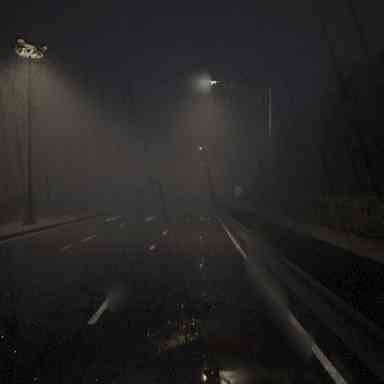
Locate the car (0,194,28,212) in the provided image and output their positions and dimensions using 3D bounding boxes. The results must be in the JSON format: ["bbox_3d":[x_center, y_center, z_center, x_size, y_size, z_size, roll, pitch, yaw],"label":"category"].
[{"bbox_3d":[-21.242,1.276,39.600,2.150,2.045,5.566,0,0,1],"label":"car"}]

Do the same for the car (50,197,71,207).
[{"bbox_3d":[-20.917,1.544,53.117,2.128,1.511,4.902,0,0,1],"label":"car"}]
